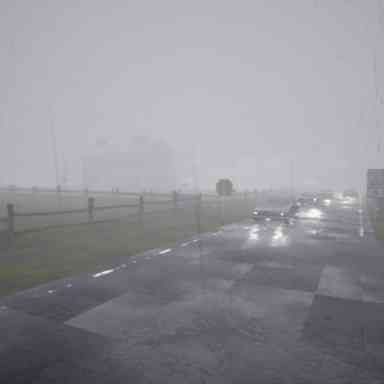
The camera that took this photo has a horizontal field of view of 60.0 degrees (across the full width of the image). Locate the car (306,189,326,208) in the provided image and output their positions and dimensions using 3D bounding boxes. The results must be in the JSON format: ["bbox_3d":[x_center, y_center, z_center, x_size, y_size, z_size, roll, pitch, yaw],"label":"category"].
[{"bbox_3d":[10.817,0.674,30.621,1.895,1.301,4.718,2,2,27],"label":"car"}]

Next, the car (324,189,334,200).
[{"bbox_3d":[17.581,0.257,43.962,1.994,1.385,4.181,2,2,27],"label":"car"}]

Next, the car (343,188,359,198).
[{"bbox_3d":[23.313,0.153,48.833,1.994,1.385,4.181,2,2,27],"label":"car"}]

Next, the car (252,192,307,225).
[{"bbox_3d":[5.058,0.939,19.221,2.033,1.411,5.357,2,2,27],"label":"car"}]
